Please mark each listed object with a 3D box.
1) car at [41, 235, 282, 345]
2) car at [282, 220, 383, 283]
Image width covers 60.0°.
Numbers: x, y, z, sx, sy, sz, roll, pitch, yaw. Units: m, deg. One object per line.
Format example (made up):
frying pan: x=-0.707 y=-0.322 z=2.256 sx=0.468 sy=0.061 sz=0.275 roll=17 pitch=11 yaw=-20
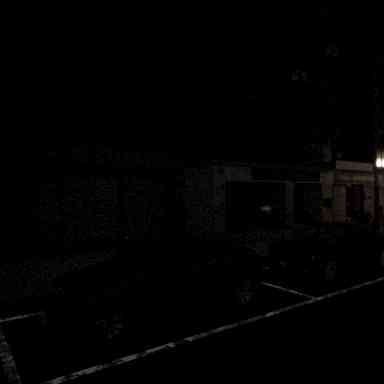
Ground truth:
car: x=-0.515 y=1.566 z=6.397 sx=4.313 sy=1.339 sz=1.947 roll=0 pitch=0 yaw=-35
car: x=4.101 y=1.544 z=9.686 sx=4.507 sy=1.381 sz=1.887 roll=0 pitch=0 yaw=-35
